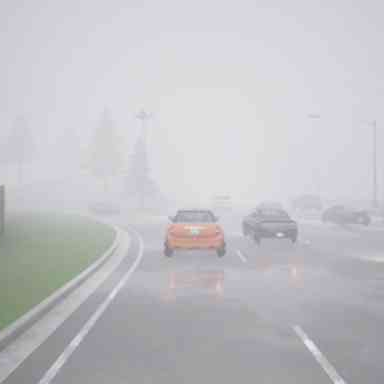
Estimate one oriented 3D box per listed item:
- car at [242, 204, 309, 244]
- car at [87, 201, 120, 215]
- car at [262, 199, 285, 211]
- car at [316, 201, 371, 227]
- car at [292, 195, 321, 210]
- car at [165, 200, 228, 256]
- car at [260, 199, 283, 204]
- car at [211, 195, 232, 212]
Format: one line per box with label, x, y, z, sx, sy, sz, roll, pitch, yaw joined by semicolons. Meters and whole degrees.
car;3.594;1.537;16.013;2.128;1.511;4.902;0;0;0
car;-9.292;1.660;34.777;1.994;1.385;4.181;0;0;-43
car;10.585;1.648;43.586;1.812;1.442;4.674;0;0;0
car;10.592;1.591;23.183;1.812;1.442;4.674;0;0;0
car;14.087;1.337;41.088;2.150;2.045;5.566;0;0;0
car;0.096;1.389;13.521;2.097;1.767;4.553;0;0;0
car;7.090;1.634;30.814;2.033;1.411;5.357;0;0;0
car;3.588;1.336;41.090;2.150;2.045;5.566;0;0;0
